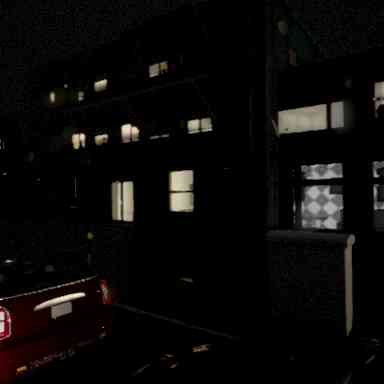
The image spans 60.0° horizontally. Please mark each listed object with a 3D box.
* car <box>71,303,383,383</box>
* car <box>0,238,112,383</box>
[{"bbox_3d":[1.384,1.582,1.900,4.206,1.307,1.802,0,-1,35],"label":"car"},{"bbox_3d":[-3.145,1.430,5.105,4.097,1.590,1.967,0,-1,35],"label":"car"}]
